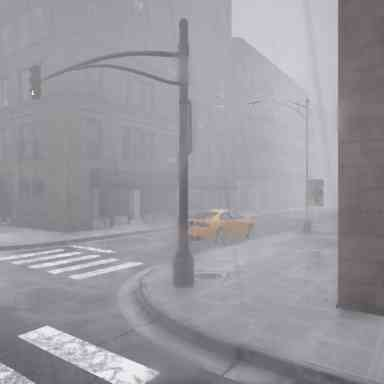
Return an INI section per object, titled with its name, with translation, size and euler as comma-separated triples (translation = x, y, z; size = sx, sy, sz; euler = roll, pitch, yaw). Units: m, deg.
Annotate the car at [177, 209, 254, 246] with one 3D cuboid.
[car]
translation = 1.330, 1.574, 16.210
size = 1.882, 1.535, 5.008
euler = 0, 0, 35
